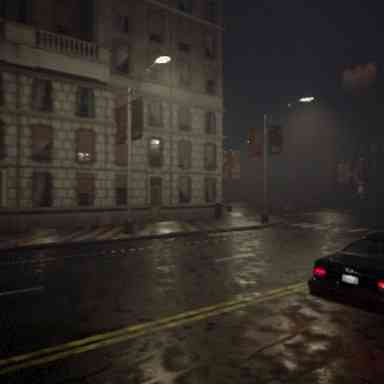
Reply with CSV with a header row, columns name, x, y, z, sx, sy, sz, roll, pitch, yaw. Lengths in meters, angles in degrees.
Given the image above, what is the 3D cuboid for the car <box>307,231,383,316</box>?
name,x,y,z,sx,sy,sz,roll,pitch,yaw
car,4.756,1.549,7.180,5.357,1.411,2.033,0,0,-36
